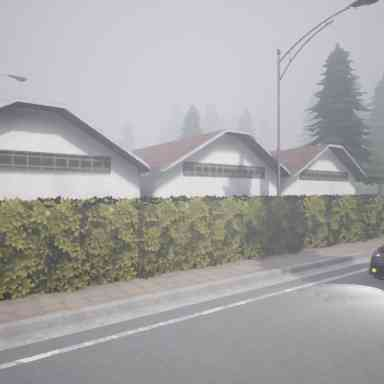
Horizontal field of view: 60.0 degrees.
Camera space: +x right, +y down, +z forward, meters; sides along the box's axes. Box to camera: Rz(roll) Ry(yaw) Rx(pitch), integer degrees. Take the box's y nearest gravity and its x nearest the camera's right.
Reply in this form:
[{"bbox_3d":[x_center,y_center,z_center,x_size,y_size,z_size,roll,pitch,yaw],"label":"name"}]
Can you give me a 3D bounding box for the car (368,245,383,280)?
[{"bbox_3d":[6.405,1.564,8.576,4.181,1.385,1.994,0,0,-36],"label":"car"}]
